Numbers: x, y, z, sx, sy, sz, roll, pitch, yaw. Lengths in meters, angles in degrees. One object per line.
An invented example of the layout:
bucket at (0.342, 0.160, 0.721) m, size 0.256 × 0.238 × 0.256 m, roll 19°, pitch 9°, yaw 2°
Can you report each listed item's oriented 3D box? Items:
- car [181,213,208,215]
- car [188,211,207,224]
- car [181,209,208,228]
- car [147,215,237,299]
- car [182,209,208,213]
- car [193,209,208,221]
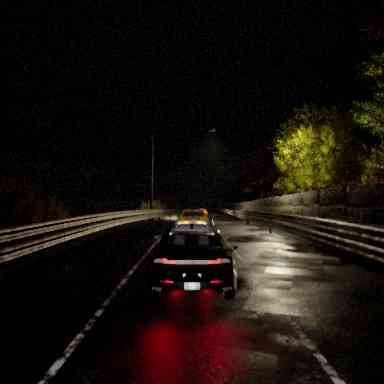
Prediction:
car at (0.010, 1.787, 14.560) m, size 1.895 × 1.301 × 4.718 m, roll 0°, pitch -1°, yaw 0°
car at (0.659, 2.684, 35.787) m, size 1.895 × 1.301 × 4.718 m, roll 0°, pitch -3°, yaw 3°
car at (0.294, 2.239, 28.958) m, size 2.128 × 1.511 × 4.902 m, roll 0°, pitch -3°, yaw 2°
car at (-0.003, 1.554, 8.548) m, size 2.128 × 1.511 × 4.902 m, roll 0°, pitch -1°, yaw 0°
car at (0.084, 1.858, 20.658) m, size 1.882 × 1.535 × 5.008 m, roll 0°, pitch -2°, yaw 1°
car at (1.167, 3.019, 45.111) m, size 1.882 × 1.535 × 5.008 m, roll 0°, pitch -3°, yaw 4°
